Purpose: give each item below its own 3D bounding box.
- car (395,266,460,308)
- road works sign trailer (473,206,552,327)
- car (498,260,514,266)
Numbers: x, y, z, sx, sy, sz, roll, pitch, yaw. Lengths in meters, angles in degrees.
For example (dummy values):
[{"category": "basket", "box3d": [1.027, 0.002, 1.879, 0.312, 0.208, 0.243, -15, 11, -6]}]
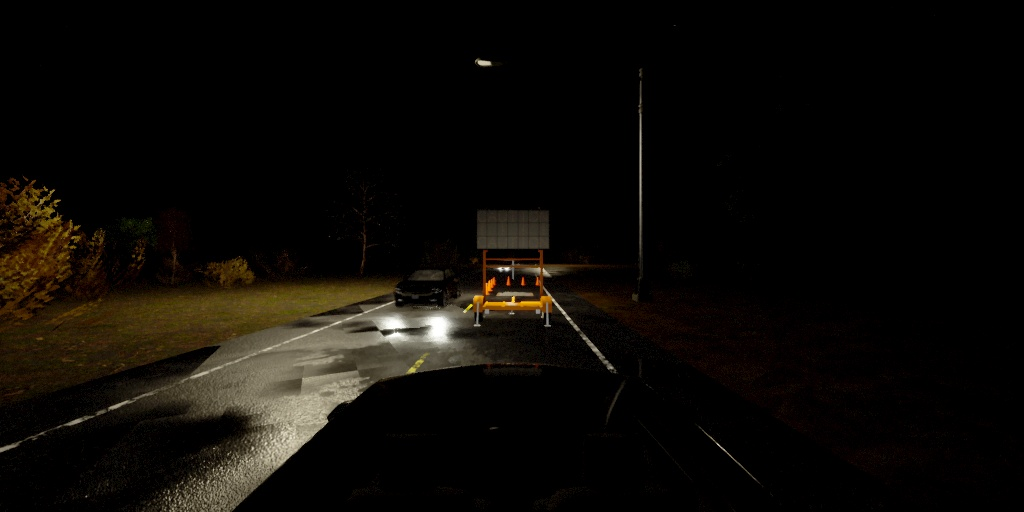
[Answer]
[{"category": "car", "box3d": [-3.478, 1.227, 15.495, 1.882, 1.535, 5.008, 0, 0, 1]}, {"category": "road works sign trailer", "box3d": [0.036, 0.214, 11.589, 2.380, 3.560, 2.880, 0, 0, 1]}, {"category": "car", "box3d": [-1.283, 1.229, 63.243, 2.128, 1.511, 4.902, 0, 0, 4]}]
